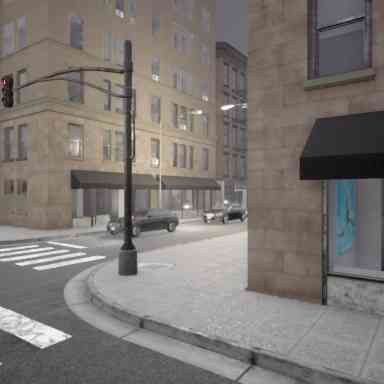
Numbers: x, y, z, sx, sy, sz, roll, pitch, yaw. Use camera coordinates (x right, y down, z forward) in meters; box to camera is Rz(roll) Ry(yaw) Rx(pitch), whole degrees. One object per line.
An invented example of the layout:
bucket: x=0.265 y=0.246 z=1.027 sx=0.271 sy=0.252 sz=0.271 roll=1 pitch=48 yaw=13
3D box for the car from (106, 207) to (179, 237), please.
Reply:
car: x=-2.626 y=1.620 z=18.841 sx=1.812 sy=1.442 sz=4.674 roll=0 pitch=0 yaw=37

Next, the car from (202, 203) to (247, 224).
car: x=2.681 y=1.640 z=26.311 sx=2.128 sy=1.511 sz=4.902 roll=0 pitch=0 yaw=35
